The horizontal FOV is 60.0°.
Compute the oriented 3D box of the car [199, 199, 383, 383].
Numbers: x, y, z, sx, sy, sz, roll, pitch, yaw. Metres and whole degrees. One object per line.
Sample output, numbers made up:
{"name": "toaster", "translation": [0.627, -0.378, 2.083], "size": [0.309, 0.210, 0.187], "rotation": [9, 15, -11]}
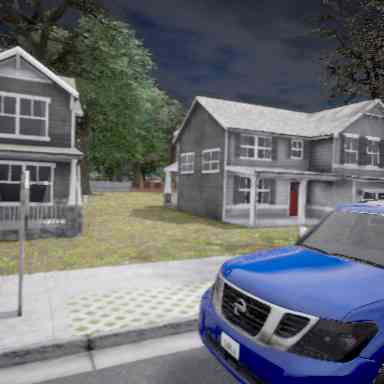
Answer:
{"name": "car", "translation": [2.863, 1.136, 4.374], "size": [5.566, 2.045, 2.150], "rotation": [1, 2, -26]}
